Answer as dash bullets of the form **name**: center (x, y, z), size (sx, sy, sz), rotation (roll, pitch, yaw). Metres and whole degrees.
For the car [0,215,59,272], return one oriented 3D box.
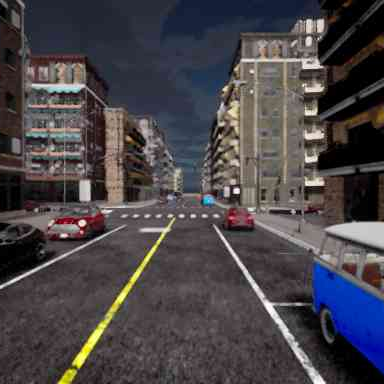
- **car**: center (-5.695, 1.559, 9.395), size (1.947, 1.339, 4.313), rotation (0, 0, 0)

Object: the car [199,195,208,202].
- **car**: center (2.682, 1.546, 80.648), size (1.967, 1.590, 4.097), rotation (-1, 0, 0)

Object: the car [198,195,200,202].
- **car**: center (2.722, 1.371, 64.087), size (2.192, 1.841, 5.009), rotation (-1, 0, 0)

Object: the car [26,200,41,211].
- **car**: center (-17.734, 1.468, 35.874), size (4.206, 1.307, 1.802), rotation (1, 0, 0)

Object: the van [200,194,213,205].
- **van**: center (2.812, 1.384, 58.590), size (1.690, 1.788, 3.998), rotation (-1, 0, 0)

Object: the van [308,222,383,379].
- **van**: center (2.684, 1.339, 3.707), size (1.690, 1.788, 3.998), rotation (0, 0, 0)

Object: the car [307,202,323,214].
- **car**: center (14.720, 1.755, 35.813), size (4.507, 1.381, 1.887), rotation (1, 0, 0)

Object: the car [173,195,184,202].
- **car**: center (-2.998, 1.657, 80.709), size (1.994, 1.385, 4.181), rotation (0, 0, 0)

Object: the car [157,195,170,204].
- **car**: center (-5.841, 1.637, 64.136), size (1.802, 1.307, 4.206), rotation (-1, 0, 0)

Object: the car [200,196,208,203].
- **car**: center (2.683, 1.612, 75.295), size (1.752, 1.417, 4.829), rotation (-1, 0, 0)

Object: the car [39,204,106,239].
- **car**: center (-5.738, 1.432, 16.906), size (1.967, 1.590, 4.097), rotation (0, 0, 0)

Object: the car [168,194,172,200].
- **car**: center (-5.841, 1.635, 69.658), size (1.947, 1.339, 4.313), rotation (-1, 0, 0)

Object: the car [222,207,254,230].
- **car**: center (2.793, 1.576, 20.688), size (1.802, 1.307, 4.206), rotation (0, 0, 0)
